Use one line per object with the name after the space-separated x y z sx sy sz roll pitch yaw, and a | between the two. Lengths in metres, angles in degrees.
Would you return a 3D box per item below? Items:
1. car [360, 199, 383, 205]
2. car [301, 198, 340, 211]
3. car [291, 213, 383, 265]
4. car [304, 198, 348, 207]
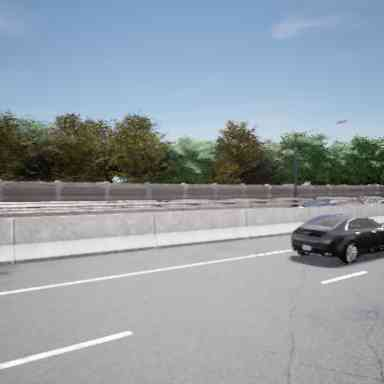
18.634 1.494 33.808 4.902 1.511 2.128 0 0 -34 | car
15.523 1.488 40.140 4.892 1.490 1.837 0 0 -33 | car
5.644 1.545 11.989 4.892 1.490 1.837 0 0 -35 | car
14.273 1.604 35.114 4.718 1.301 1.895 0 0 -34 | car
